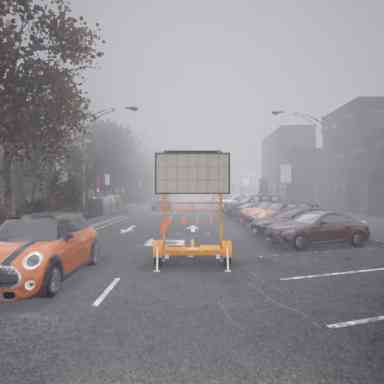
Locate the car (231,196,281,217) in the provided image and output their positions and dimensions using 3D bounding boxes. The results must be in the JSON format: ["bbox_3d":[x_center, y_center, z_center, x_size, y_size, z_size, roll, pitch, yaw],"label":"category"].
[{"bbox_3d":[5.411,1.370,23.049,4.553,1.767,2.185,1,0,-20],"label":"car"}]

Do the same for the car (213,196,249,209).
[{"bbox_3d":[5.486,1.425,47.056,4.553,1.767,2.185,1,0,-20],"label":"car"}]

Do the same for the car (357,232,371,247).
[{"bbox_3d":[5.318,1.487,5.036,4.892,1.521,2.231,1,0,-20],"label":"car"}]

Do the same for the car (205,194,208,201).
[{"bbox_3d":[5.414,1.614,65.020,5.366,1.575,1.946,1,0,-20],"label":"car"}]

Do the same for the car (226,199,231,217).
[{"bbox_3d":[5.391,1.539,26.045,4.674,1.452,2.002,1,0,-20],"label":"car"}]

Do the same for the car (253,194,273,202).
[{"bbox_3d":[18.637,1.464,87.065,2.435,2.045,5.566,0,0,-21],"label":"car"}]

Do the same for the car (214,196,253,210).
[{"bbox_3d":[5.470,1.414,44.054,4.553,1.767,2.185,1,0,-20],"label":"car"}]

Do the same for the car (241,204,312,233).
[{"bbox_3d":[5.321,1.518,17.028,4.792,1.488,2.163,1,0,-20],"label":"car"}]

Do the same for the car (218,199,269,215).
[{"bbox_3d":[5.419,1.545,35.039,4.792,1.488,2.163,1,0,-20],"label":"car"}]

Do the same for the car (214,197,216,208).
[{"bbox_3d":[5.255,1.504,31.982,5.366,1.575,1.946,1,0,-20],"label":"car"}]

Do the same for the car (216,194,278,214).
[{"bbox_3d":[5.401,1.252,29.024,5.566,2.045,2.435,1,0,-20],"label":"car"}]

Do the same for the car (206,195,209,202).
[{"bbox_3d":[5.554,1.584,56.075,5.008,1.535,2.097,1,-1,-20],"label":"car"}]

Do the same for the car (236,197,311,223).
[{"bbox_3d":[5.395,1.366,20.048,4.553,1.767,2.185,1,0,-20],"label":"car"}]

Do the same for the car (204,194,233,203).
[{"bbox_3d":[5.622,1.392,71.113,5.566,2.045,2.435,1,0,-20],"label":"car"}]

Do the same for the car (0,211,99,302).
[{"bbox_3d":[-3.933,1.352,8.468,2.097,1.767,4.553,0,0,0],"label":"car"}]

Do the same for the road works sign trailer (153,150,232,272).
[{"bbox_3d":[0.019,0.465,10.771,2.380,3.560,2.880,0,0,0],"label":"road works sign trailer"}]

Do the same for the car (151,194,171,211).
[{"bbox_3d":[-3.852,1.270,41.836,2.150,2.045,5.566,0,0,0],"label":"car"}]

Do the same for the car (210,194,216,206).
[{"bbox_3d":[5.443,1.271,38.041,5.566,2.045,2.435,1,0,-20],"label":"car"}]

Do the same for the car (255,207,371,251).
[{"bbox_3d":[5.338,1.528,14.036,4.674,1.452,2.002,1,0,-20],"label":"car"}]
